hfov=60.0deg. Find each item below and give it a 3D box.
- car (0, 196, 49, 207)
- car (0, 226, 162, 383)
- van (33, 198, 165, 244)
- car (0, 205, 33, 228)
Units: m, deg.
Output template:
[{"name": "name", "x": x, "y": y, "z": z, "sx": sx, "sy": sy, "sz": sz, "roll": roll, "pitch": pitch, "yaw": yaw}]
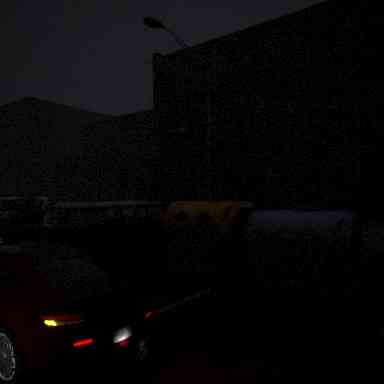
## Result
[{"name": "car", "x": -9.283, "y": 1.229, "z": 15.651, "sx": 2.435, "sy": 2.045, "sz": 5.566, "roll": 0, "pitch": 0, "yaw": 36}, {"name": "car", "x": -2.700, "y": 1.532, "z": 5.336, "sx": 4.674, "sy": 1.442, "sz": 1.812, "roll": 0, "pitch": 0, "yaw": 36}, {"name": "van", "x": -2.488, "y": 1.262, "z": 10.925, "sx": 1.878, "sy": 1.987, "sz": 4.442, "roll": 0, "pitch": 0, "yaw": 36}, {"name": "car", "x": -7.048, "y": 1.514, "z": 14.037, "sx": 2.163, "sy": 1.488, "sz": 4.792, "roll": 0, "pitch": 0, "yaw": 36}]
